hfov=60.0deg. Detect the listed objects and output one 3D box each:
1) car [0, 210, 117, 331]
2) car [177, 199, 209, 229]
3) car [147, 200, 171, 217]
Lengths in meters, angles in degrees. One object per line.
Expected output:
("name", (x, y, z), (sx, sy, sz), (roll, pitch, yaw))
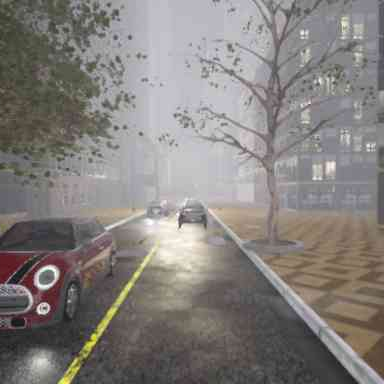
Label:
("car", (-3.089, 1.349, 7.165), (2.097, 1.767, 4.553), (0, 0, 0))
("car", (0.058, 1.486, 21.886), (2.128, 1.511, 4.902), (0, 0, 0))
("car", (-3.028, 1.489, 30.827), (2.128, 1.511, 4.902), (0, 0, 1))
